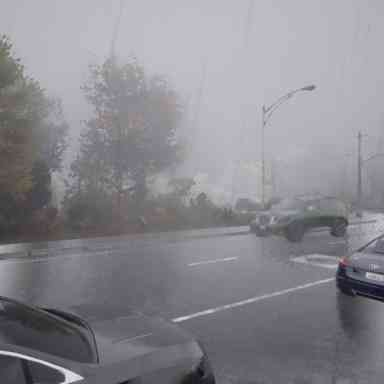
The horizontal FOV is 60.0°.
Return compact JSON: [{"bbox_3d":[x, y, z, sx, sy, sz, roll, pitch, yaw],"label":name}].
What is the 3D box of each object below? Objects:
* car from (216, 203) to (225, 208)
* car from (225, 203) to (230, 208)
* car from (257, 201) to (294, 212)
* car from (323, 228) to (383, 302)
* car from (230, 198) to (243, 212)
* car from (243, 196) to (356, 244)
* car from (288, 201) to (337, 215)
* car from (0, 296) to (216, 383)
[{"bbox_3d":[2.792,2.480,54.602,2.097,1.767,4.553,0,-3,-32],"label":"car"},{"bbox_3d":[6.445,2.564,55.367,2.128,1.511,4.902,0,-3,-32],"label":"car"},{"bbox_3d":[11.712,2.067,47.004,2.128,1.511,4.902,0,-3,-32],"label":"car"},{"bbox_3d":[5.112,1.574,7.402,4.181,1.385,1.994,0,0,-34],"label":"car"},{"bbox_3d":[8.235,1.831,45.953,2.150,2.045,5.566,0,-3,-32],"label":"car"},{"bbox_3d":[5.443,1.247,16.414,5.566,2.045,2.150,0,0,-34],"label":"car"},{"bbox_3d":[13.534,1.741,37.550,2.128,1.511,4.902,0,-2,-32],"label":"car"},{"bbox_3d":[-2.033,1.505,2.297,4.892,1.490,1.837,0,0,-36],"label":"car"}]
